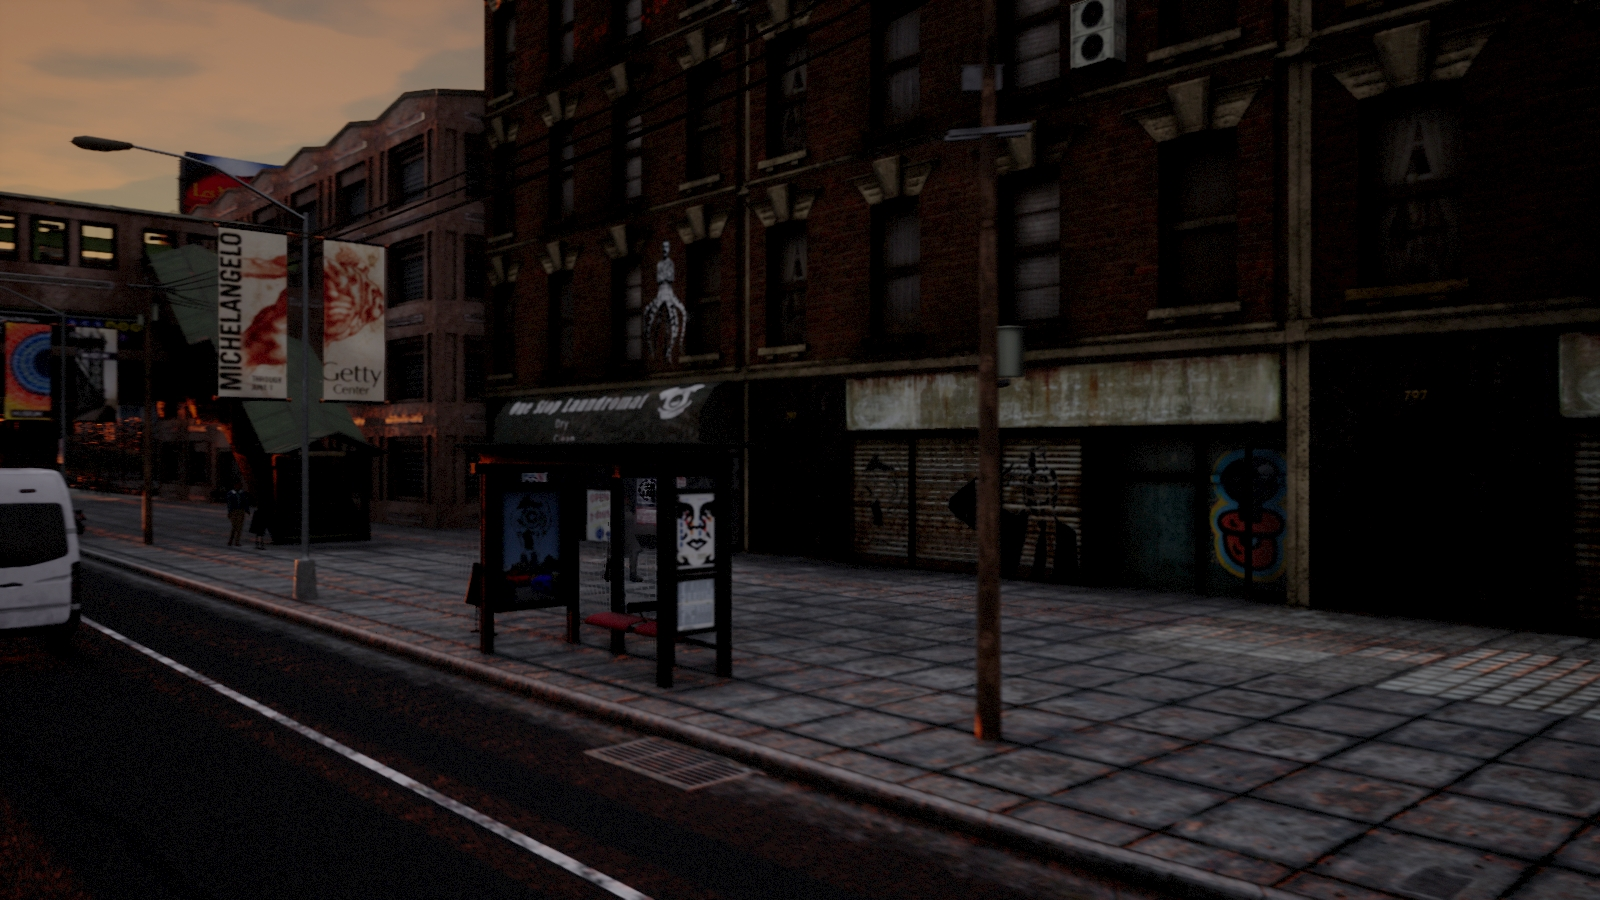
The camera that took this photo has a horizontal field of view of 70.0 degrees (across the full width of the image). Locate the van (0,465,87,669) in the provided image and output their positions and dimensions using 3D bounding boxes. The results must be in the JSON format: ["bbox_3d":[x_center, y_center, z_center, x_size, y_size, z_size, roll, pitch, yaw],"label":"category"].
[{"bbox_3d":[-12.335,1.542,16.868,1.988,2.561,5.915,0,0,-43],"label":"van"}]

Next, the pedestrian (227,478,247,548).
[{"bbox_3d":[-15.361,1.713,31.168,0.375,1.860,0.375,0,0,40],"label":"pedestrian"}]

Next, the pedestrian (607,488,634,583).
[{"bbox_3d":[-3.617,1.713,23.028,0.375,1.860,0.375,0,0,34],"label":"pedestrian"}]
